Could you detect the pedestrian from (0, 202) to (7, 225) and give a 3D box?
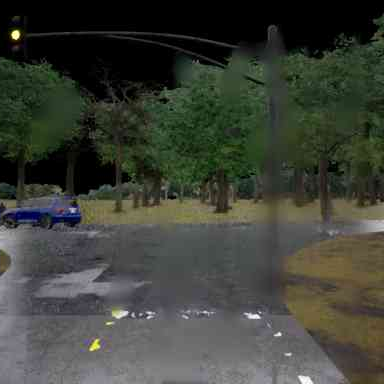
[{"bbox_3d":[-15.234,1.717,26.786,0.375,1.860,0.375,0,-1,0],"label":"pedestrian"}]

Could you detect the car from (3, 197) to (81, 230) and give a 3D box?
[{"bbox_3d":[-9.961,1.411,22.092,5.566,2.045,2.150,-2,-3,25],"label":"car"}]
